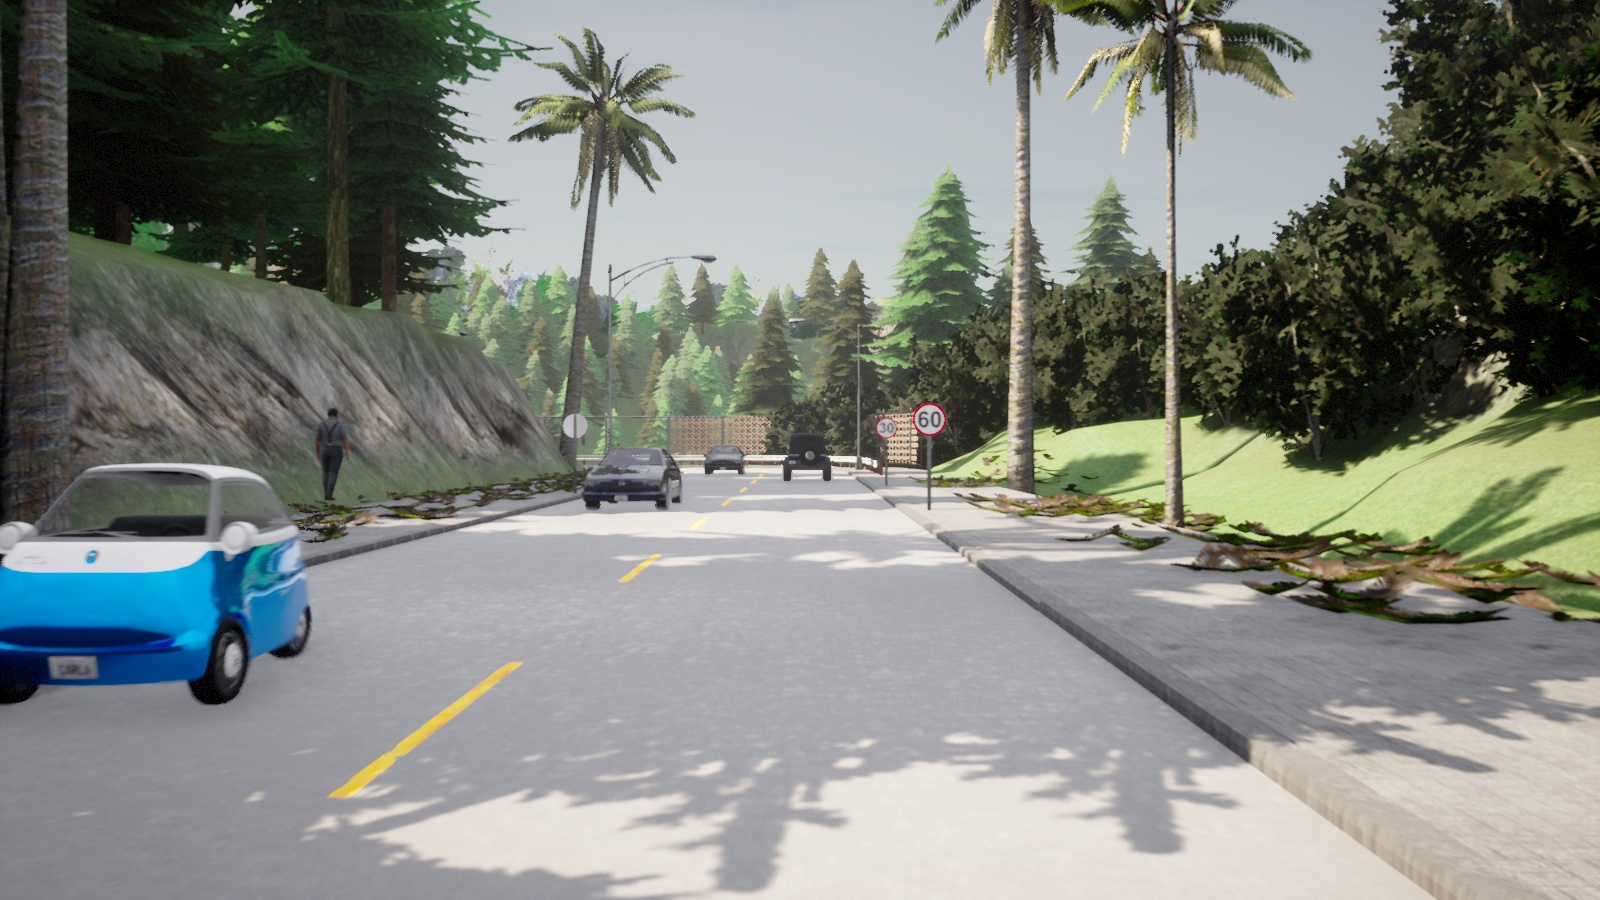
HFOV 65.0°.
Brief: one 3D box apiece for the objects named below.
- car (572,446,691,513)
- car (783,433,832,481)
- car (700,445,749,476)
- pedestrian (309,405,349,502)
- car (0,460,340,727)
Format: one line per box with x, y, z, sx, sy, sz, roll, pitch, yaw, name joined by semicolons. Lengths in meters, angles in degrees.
-3.823;0.625;29.397;2.033;1.411;5.357;0;0;0;car
0.293;0.258;50.575;1.905;1.878;3.866;0;0;0;car
-3.572;0.451;60.261;2.033;1.411;5.357;0;0;0;car
-9.143;0.064;24.379;0.540;1.848;0.694;0;0;-3;pedestrian
-3.943;0.754;7.628;1.481;1.376;2.207;0;0;0;car
